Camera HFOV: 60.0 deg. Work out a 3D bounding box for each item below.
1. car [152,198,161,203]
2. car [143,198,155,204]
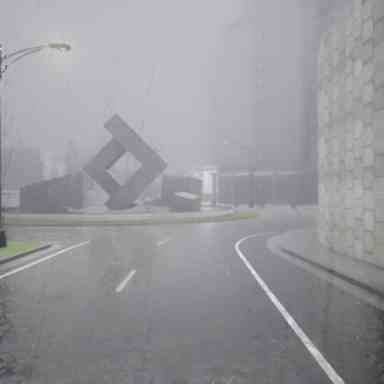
[{"bbox_3d":[-10.034,2.473,93.937,1.895,1.301,4.718,0,-1,-1],"label":"car"},{"bbox_3d":[-10.045,2.209,78.137,1.882,1.535,5.008,0,-1,8],"label":"car"}]
